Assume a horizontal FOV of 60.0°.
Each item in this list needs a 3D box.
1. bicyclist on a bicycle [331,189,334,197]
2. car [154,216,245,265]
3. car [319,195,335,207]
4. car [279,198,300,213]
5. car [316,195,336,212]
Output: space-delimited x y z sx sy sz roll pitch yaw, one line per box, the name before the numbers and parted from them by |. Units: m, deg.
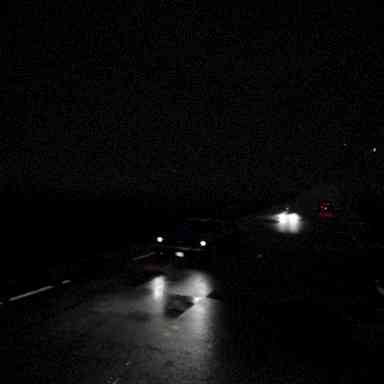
bicyclist on a bicycle | 34.436 0.367 81.478 0.582 1.620 1.656 2 2 23
car | 0.481 1.591 12.060 1.895 1.301 4.718 2 0 23
car | 20.062 1.264 49.357 2.128 1.511 4.902 2 2 23
car | 10.905 1.450 36.896 2.128 1.511 4.902 2 2 23
car | 15.833 1.484 39.227 1.837 1.490 4.892 2 2 22
